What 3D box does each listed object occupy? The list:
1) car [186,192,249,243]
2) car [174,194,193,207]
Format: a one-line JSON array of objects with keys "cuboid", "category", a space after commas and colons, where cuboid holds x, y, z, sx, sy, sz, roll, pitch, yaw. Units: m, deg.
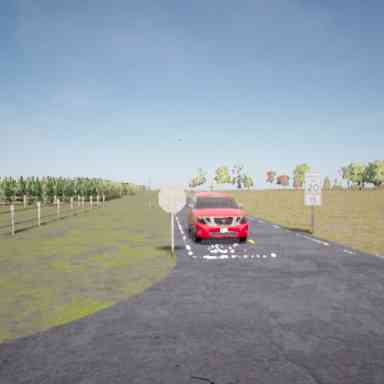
[{"cuboid": [1.002, 1.063, 15.415, 2.150, 2.045, 5.566, 0, 1, -5], "category": "car"}, {"cuboid": [-1.111, 1.045, 41.572, 2.033, 1.411, 5.357, 0, 1, -5], "category": "car"}]
